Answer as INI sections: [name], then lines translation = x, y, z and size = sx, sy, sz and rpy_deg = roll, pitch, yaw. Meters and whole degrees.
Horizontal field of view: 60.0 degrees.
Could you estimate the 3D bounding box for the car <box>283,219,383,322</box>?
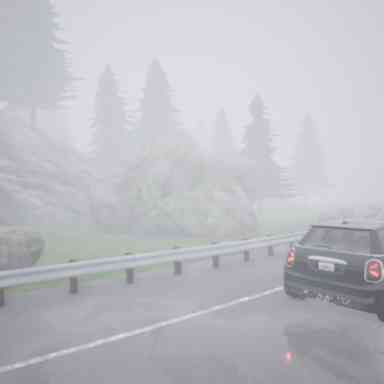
[car]
translation = 4.055, 1.372, 7.424
size = 4.553, 1.767, 2.097
rpy_deg = 0, 0, -41
